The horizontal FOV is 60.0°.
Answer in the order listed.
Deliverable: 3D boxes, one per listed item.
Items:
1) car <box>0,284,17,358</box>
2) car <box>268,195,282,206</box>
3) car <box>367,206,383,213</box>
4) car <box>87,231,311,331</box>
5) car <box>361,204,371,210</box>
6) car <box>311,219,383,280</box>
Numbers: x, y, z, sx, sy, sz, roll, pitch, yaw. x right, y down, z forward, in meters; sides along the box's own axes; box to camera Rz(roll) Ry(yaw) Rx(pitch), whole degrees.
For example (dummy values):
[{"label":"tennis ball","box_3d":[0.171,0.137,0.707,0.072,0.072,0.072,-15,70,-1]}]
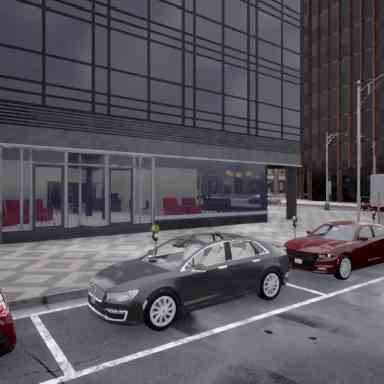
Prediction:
[{"label":"car","box_3d":[-4.293,1.440,3.587,4.097,1.590,1.967,0,0,-36]},{"label":"car","box_3d":[9.180,0.988,41.949,1.812,1.442,4.674,0,2,-35]},{"label":"car","box_3d":[9.026,1.441,13.106,4.097,1.590,1.967,0,0,-36]},{"label":"car","box_3d":[0.147,1.551,6.760,4.403,1.369,2.008,0,0,-36]},{"label":"car","box_3d":[17.906,1.354,29.784,1.895,1.301,4.718,0,1,-36]},{"label":"car","box_3d":[4.586,1.545,9.933,4.507,1.381,1.887,0,0,-36]}]
